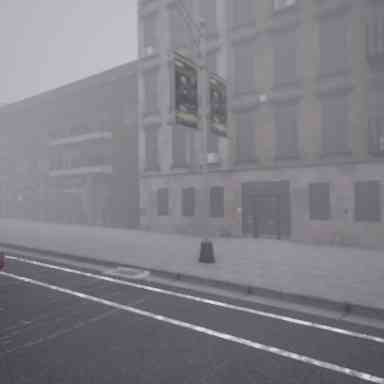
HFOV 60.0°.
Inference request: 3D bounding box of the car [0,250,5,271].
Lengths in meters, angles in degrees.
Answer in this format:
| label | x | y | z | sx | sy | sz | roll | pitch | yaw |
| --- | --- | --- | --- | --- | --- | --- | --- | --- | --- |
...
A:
| label | x | y | z | sx | sy | sz | roll | pitch | yaw |
| --- | --- | --- | --- | --- | --- | --- | --- | --- | --- |
| car | -6.876 | 1.633 | 8.600 | 4.718 | 1.301 | 1.895 | 0 | 0 | 36 |
